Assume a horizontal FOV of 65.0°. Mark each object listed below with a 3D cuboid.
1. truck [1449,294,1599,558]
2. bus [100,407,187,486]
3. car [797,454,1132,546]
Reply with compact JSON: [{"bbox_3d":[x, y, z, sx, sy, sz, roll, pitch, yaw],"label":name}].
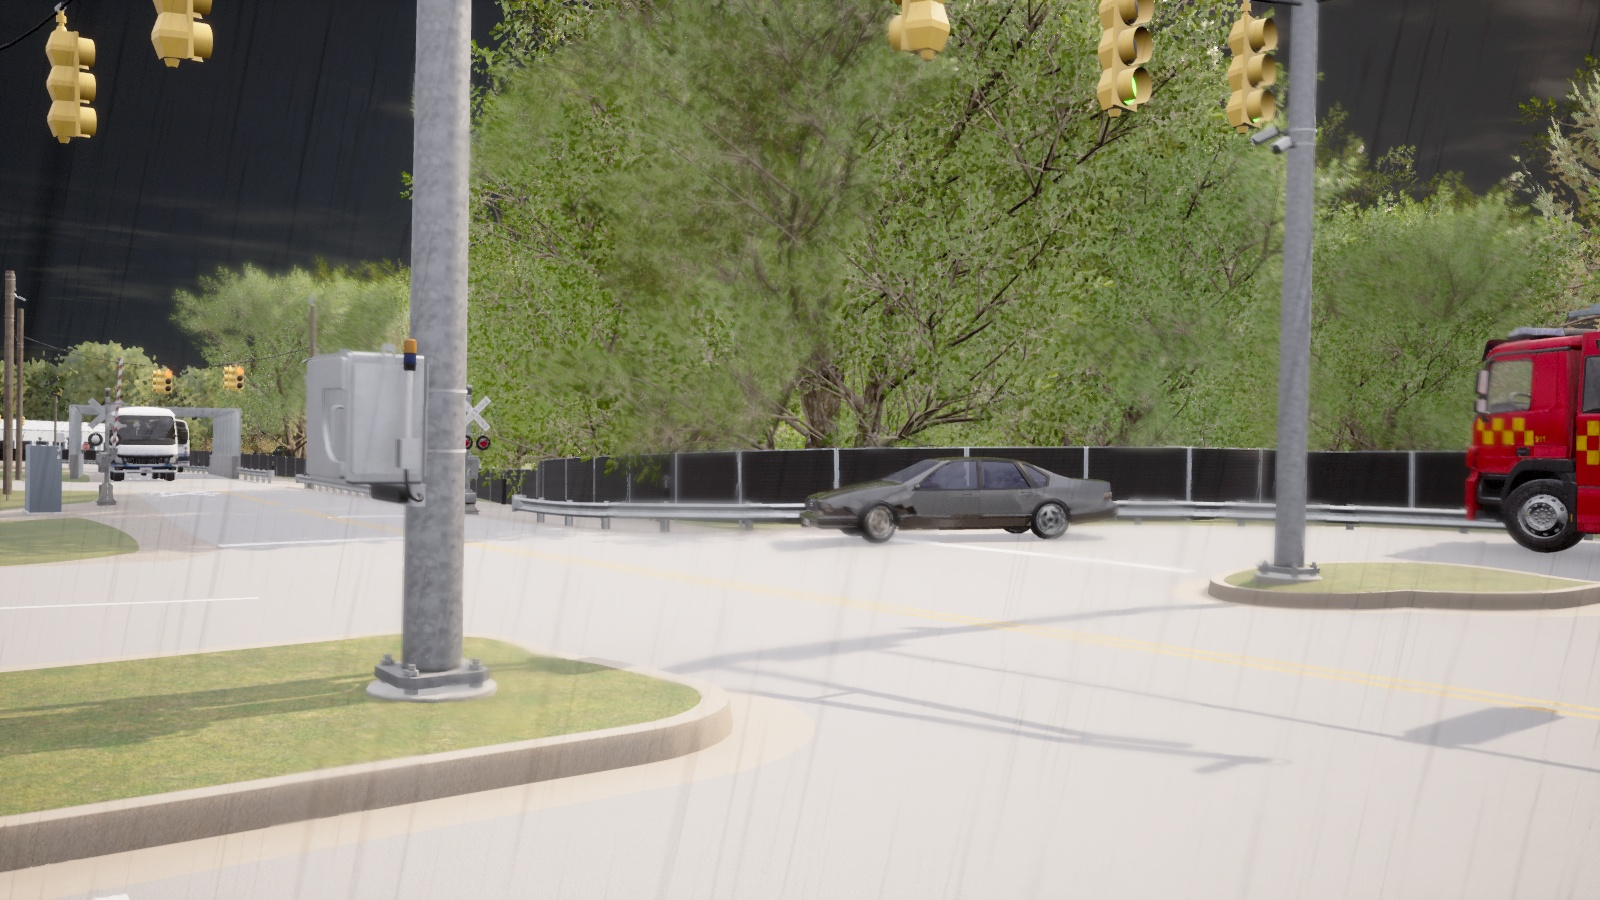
[{"bbox_3d":[13.218,-0.340,17.421,2.891,3.827,8.468,0,1,-10],"label":"truck"},{"bbox_3d":[-38.416,-0.184,73.276,3.944,4.253,10.273,0,0,-31],"label":"bus"},{"bbox_3d":[2.766,0.806,21.675,5.357,1.411,2.033,-1,0,-11],"label":"car"}]
